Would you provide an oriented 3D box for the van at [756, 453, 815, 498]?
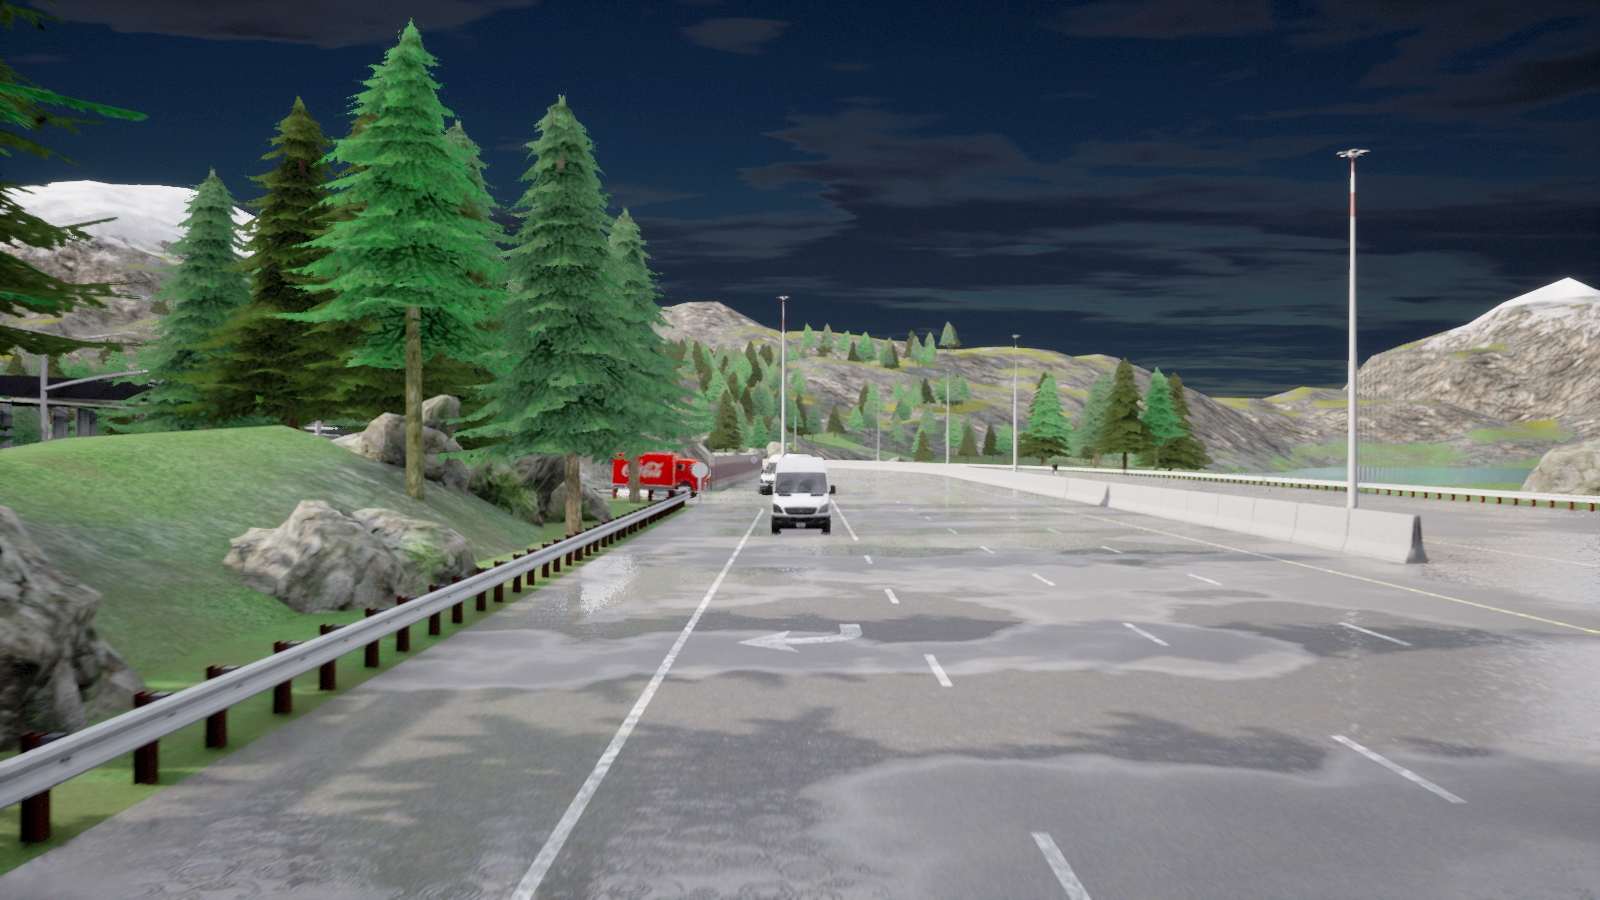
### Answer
[{"bbox_3d":[-0.856,1.533,71.265,1.988,2.561,5.915,2,0,16],"label":"van"}]

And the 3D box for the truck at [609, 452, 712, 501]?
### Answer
[{"bbox_3d":[-7.714,1.441,63.764,5.204,2.467,2.627,2,0,5],"label":"truck"}]

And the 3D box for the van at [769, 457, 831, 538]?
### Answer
[{"bbox_3d":[0.042,1.534,39.494,1.988,2.561,5.915,0,0,1],"label":"van"}]
